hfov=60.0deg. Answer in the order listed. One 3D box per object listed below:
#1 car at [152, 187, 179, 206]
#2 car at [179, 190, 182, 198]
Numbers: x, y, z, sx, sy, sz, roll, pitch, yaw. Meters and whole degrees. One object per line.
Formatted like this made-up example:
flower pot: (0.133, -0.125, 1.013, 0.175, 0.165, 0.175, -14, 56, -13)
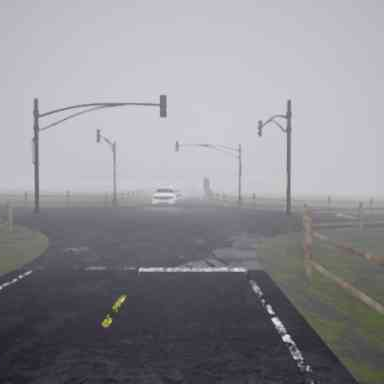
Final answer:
car: (-2.777, 0.468, 34.537, 2.150, 2.045, 5.566, 0, 2, 0)
car: (-2.697, 0.202, 54.804, 1.812, 1.442, 4.674, 0, 3, 0)
